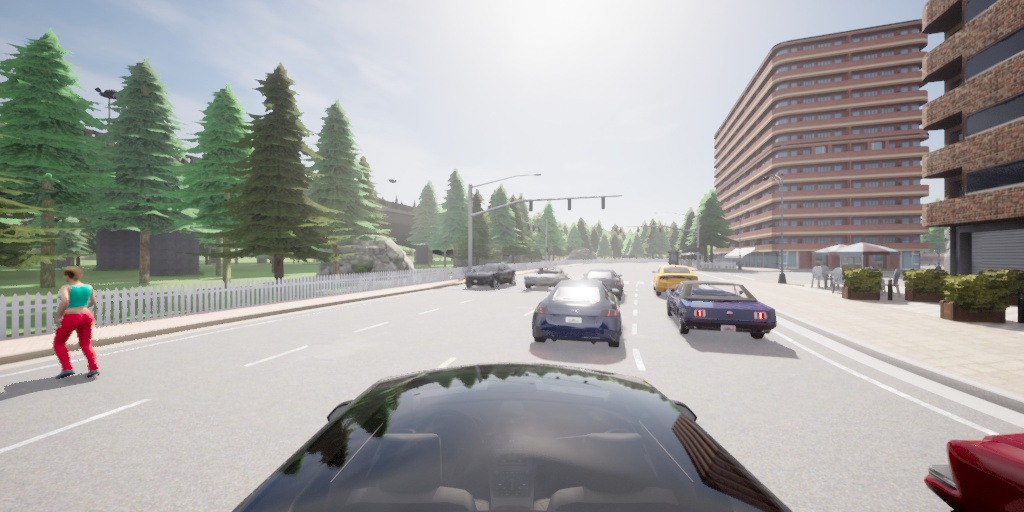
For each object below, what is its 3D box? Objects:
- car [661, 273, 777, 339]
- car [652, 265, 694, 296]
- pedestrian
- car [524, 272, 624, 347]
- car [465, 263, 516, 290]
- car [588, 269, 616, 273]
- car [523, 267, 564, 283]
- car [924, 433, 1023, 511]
[{"bbox_3d":[5.572,1.350,10.224,1.895,1.301,4.718,0,0,18],"label":"car"},{"bbox_3d":[8.594,1.227,19.064,1.882,1.535,5.008,0,0,19],"label":"car"},{"bbox_3d":[-7.110,1.044,5.824,0.375,1.860,0.375,0,0,9],"label":"pedestrian"},{"bbox_3d":[1.832,1.314,9.465,1.994,1.385,4.181,0,0,16],"label":"car"},{"bbox_3d":[-1.268,1.226,23.135,1.882,1.535,5.008,0,0,20],"label":"car"},{"bbox_3d":[4.374,1.313,17.471,1.994,1.385,4.181,0,0,19],"label":"car"},{"bbox_3d":[2.242,1.350,22.547,1.895,1.301,4.718,0,0,20],"label":"car"},{"bbox_3d":[3.718,1.351,0.176,1.895,1.301,4.718,0,0,-2],"label":"car"}]
